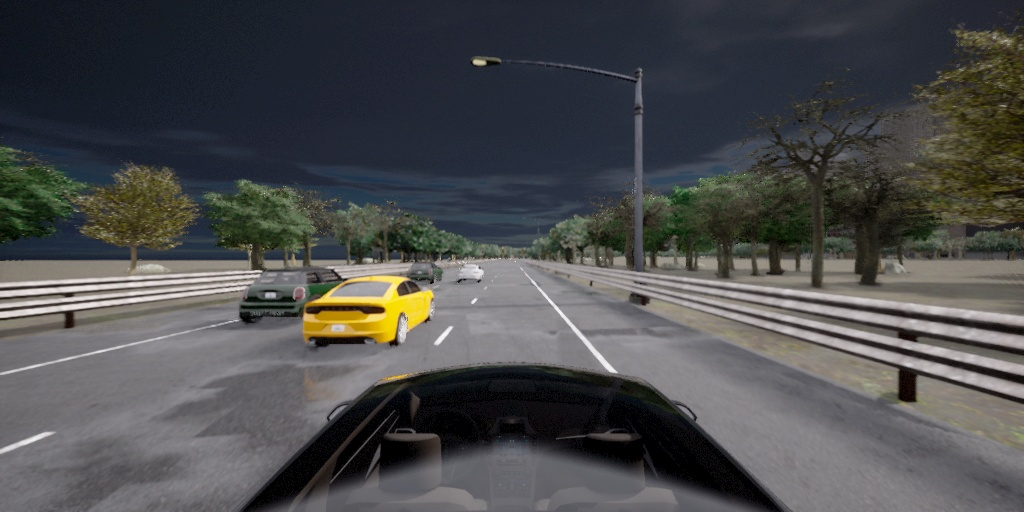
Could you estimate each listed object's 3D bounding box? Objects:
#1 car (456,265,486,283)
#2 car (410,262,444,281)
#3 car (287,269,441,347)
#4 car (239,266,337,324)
[{"bbox_3d":[-3.383,1.441,30.111,1.812,1.442,4.674,0,0,0],"label":"car"},{"bbox_3d":[-6.886,1.260,28.882,2.097,1.767,4.553,0,0,0],"label":"car"},{"bbox_3d":[-3.403,1.270,9.508,1.882,1.535,5.008,0,0,0],"label":"car"},{"bbox_3d":[-6.899,1.160,12.378,2.097,1.767,4.553,0,0,0],"label":"car"}]
